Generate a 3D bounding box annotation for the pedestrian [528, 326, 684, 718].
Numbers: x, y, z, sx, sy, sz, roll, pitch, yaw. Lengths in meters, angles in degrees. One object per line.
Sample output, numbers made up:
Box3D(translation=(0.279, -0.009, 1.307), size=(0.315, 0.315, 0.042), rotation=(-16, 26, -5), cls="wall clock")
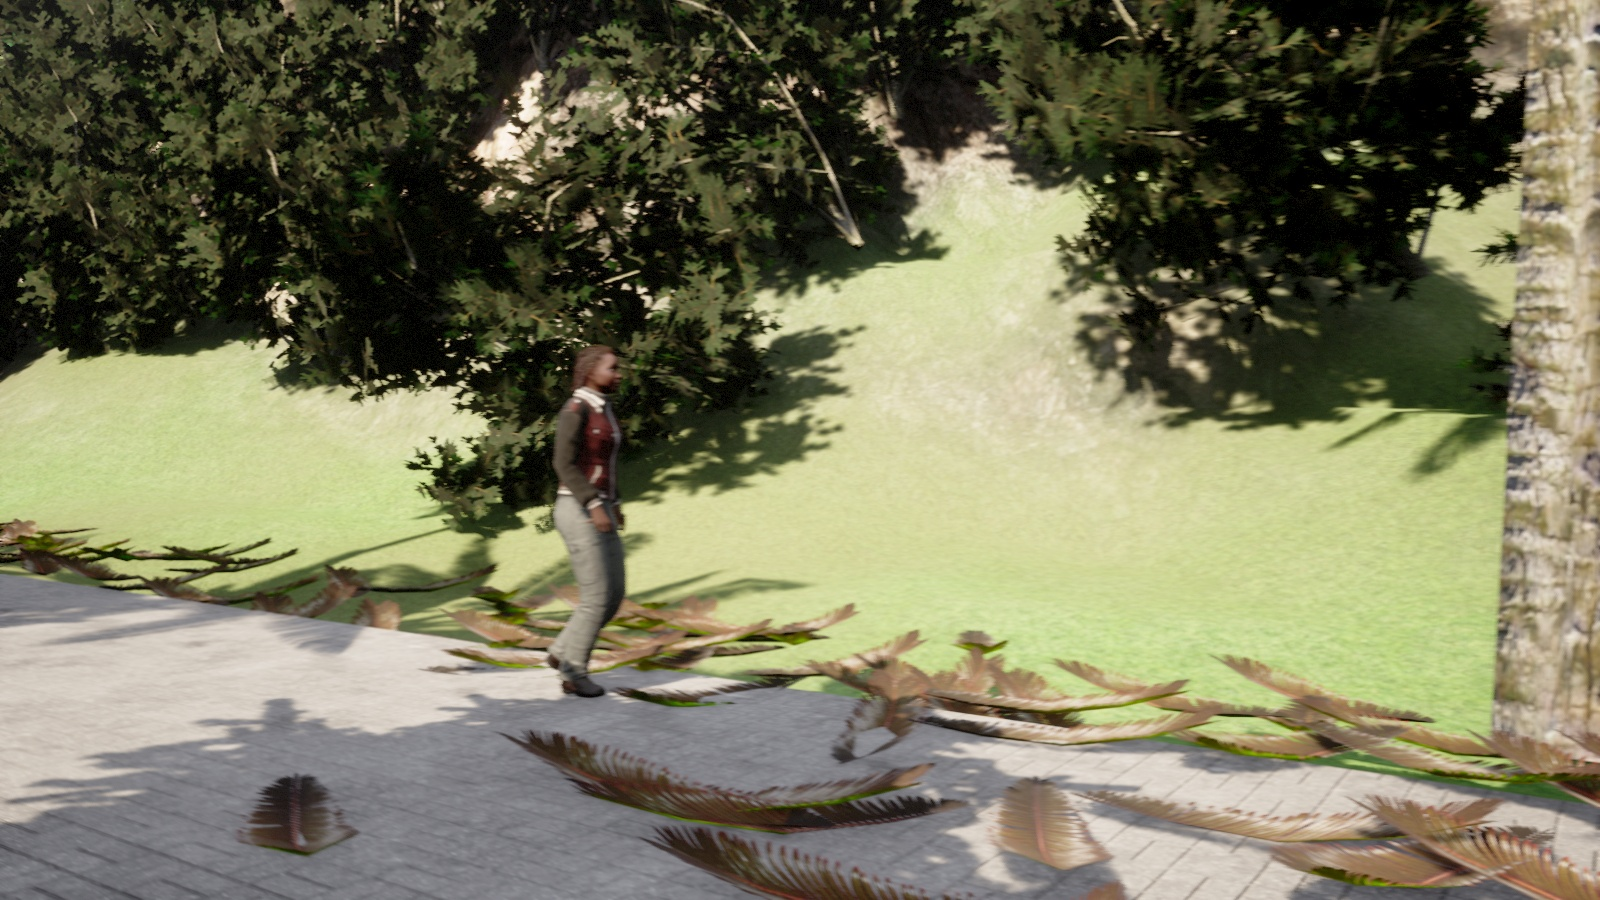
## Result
Box3D(translation=(-0.992, 0.354, 6.463), size=(0.666, 1.930, 0.402), rotation=(0, 1, 15), cls="pedestrian")
